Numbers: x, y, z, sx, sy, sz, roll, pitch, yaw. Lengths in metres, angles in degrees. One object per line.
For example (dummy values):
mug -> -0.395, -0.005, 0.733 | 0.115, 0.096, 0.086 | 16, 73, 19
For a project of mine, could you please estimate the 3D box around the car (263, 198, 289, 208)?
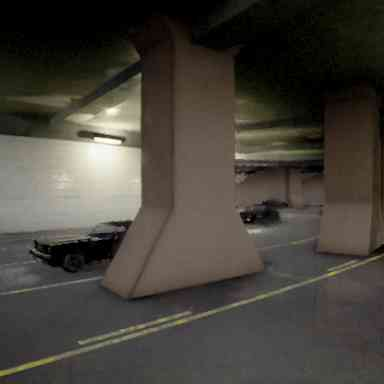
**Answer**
car -> 12.401, 1.673, 49.739 | 2.033, 1.411, 5.357 | 0, 0, -13

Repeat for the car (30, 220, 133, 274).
car -> -2.666, 1.648, 10.975 | 4.718, 1.301, 1.895 | 0, 0, -39

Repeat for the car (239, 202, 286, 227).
car -> 4.794, 1.627, 23.470 | 1.994, 1.385, 4.181 | 0, 0, 33
